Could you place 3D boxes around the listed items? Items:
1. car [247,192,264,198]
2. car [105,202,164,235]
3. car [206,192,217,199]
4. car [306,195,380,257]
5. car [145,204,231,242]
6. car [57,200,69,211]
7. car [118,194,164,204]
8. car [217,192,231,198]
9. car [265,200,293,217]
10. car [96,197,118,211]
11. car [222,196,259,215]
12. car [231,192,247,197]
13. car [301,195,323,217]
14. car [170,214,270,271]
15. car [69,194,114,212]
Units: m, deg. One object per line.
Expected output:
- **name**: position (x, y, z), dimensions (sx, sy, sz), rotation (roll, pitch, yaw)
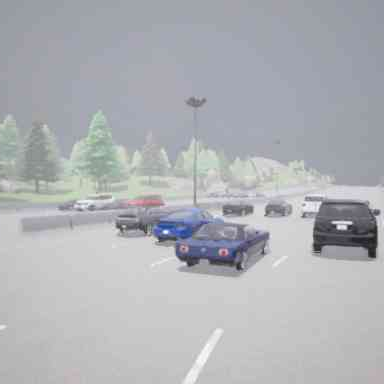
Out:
- **car**: position (14.536, 0.720, 73.319), dimensions (2.128, 1.511, 4.902), rotation (0, 1, 28)
- **car**: position (-2.400, 1.590, 19.379), dimensions (2.128, 1.511, 4.902), rotation (0, 0, 27)
- **car**: position (5.002, 0.831, 77.760), dimensions (1.837, 1.490, 4.892), rotation (0, 1, 28)
- **car**: position (6.412, 1.306, 13.776), dimensions (2.150, 2.045, 5.566), rotation (0, 0, 28)
- **car**: position (0.002, 1.571, 16.470), dimensions (1.882, 1.535, 5.008), rotation (0, 0, 27)
- **car**: position (-14.588, 1.584, 41.605), dimensions (1.837, 1.490, 4.892), rotation (0, 0, 28)
- **car**: position (-5.246, 1.287, 36.816), dimensions (2.150, 2.045, 5.566), rotation (0, 0, 28)
- **car**: position (8.374, 0.744, 76.640), dimensions (2.033, 1.411, 5.357), rotation (0, 1, 28)
- **car**: position (8.463, 1.535, 32.328), dimensions (1.837, 1.490, 4.892), rotation (0, 0, 28)
- **car**: position (-8.485, 1.636, 38.179), dimensions (1.994, 1.385, 4.181), rotation (0, 0, 28)
- **car**: position (4.609, 1.523, 32.556), dimensions (1.882, 1.535, 5.008), rotation (0, 1, 28)
- **car**: position (11.164, 0.800, 74.438), dimensions (1.882, 1.535, 5.008), rotation (0, 1, 28)
- **car**: position (11.609, 1.247, 30.786), dimensions (2.150, 2.045, 5.566), rotation (0, 0, 28)
- **car**: position (1.297, 1.684, 11.351), dimensions (1.895, 1.301, 4.718), rotation (0, 0, 25)
- **car**: position (-11.494, 1.297, 39.976), dimensions (2.150, 2.045, 5.566), rotation (0, 0, 28)
